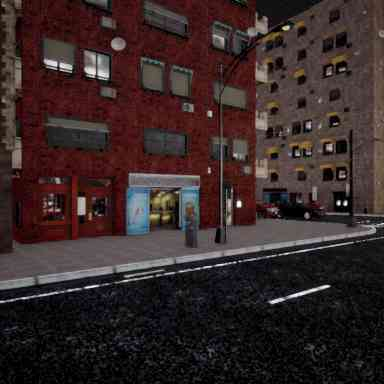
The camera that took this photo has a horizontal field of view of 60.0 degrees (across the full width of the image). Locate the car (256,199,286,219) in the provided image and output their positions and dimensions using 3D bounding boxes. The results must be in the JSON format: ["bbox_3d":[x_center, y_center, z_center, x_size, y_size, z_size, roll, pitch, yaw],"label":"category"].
[{"bbox_3d":[6.069,1.588,31.992,2.192,1.841,5.009,-1,0,-37],"label":"car"}]

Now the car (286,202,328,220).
[{"bbox_3d":[9.982,1.712,31.355,1.882,1.535,5.008,0,-1,-37],"label":"car"}]

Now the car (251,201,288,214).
[{"bbox_3d":[9.646,1.902,41.617,1.947,1.339,4.313,-1,0,-37],"label":"car"}]

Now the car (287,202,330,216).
[{"bbox_3d":[12.999,1.847,37.172,1.802,1.307,4.206,-1,0,-37],"label":"car"}]
